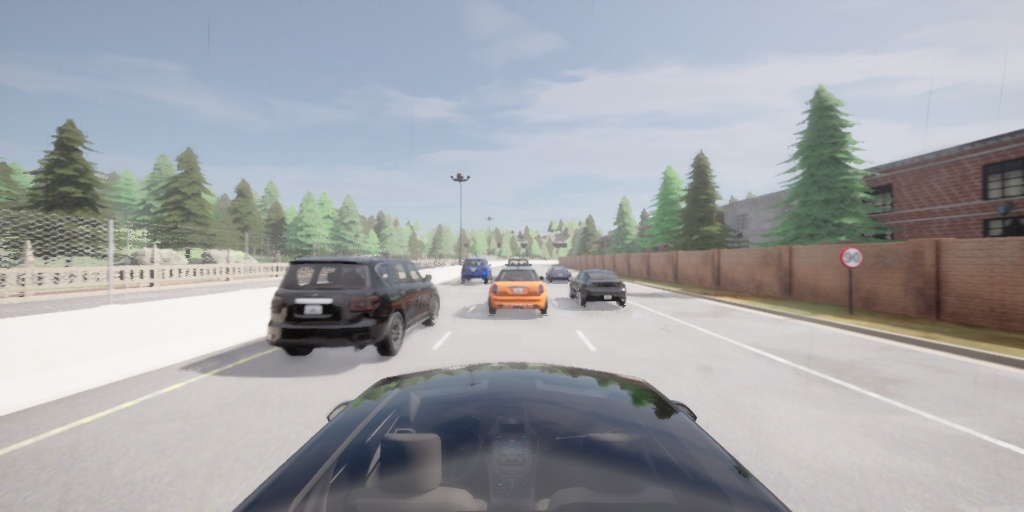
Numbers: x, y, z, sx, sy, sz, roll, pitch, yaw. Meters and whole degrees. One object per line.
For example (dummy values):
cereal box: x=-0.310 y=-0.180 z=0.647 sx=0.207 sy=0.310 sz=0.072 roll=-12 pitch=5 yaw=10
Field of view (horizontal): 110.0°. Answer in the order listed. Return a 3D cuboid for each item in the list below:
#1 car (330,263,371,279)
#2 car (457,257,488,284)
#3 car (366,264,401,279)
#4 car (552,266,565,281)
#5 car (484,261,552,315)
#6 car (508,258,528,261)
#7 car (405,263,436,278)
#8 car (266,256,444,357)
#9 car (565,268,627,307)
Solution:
car: x=-17.000 y=1.554 z=38.087 sx=2.128 sy=1.511 sz=4.902 roll=0 pitch=-1 yaw=1
car: x=-2.962 y=1.211 z=30.408 sx=2.150 sy=2.045 sz=5.566 roll=0 pitch=0 yaw=1
car: x=-13.502 y=1.565 z=38.025 sx=1.837 sy=1.490 sz=4.892 roll=0 pitch=-1 yaw=1
car: x=4.068 y=1.559 z=31.653 sx=1.994 sy=1.385 sz=4.181 roll=0 pitch=0 yaw=1
car: x=0.245 y=1.205 z=14.236 sx=2.097 sy=1.767 sz=4.553 roll=0 pitch=-1 yaw=1
car: x=0.545 y=1.209 z=30.402 sx=2.150 sy=2.045 sz=5.566 roll=0 pitch=0 yaw=1
car: x=-9.972 y=1.560 z=39.488 sx=2.128 sy=1.511 sz=4.902 roll=0 pitch=0 yaw=1
car: x=-3.361 y=1.033 z=8.839 sx=2.150 sy=2.045 sz=5.566 roll=0 pitch=0 yaw=1
car: x=3.785 y=1.375 z=16.406 sx=1.837 sy=1.490 sz=4.892 roll=0 pitch=0 yaw=1
